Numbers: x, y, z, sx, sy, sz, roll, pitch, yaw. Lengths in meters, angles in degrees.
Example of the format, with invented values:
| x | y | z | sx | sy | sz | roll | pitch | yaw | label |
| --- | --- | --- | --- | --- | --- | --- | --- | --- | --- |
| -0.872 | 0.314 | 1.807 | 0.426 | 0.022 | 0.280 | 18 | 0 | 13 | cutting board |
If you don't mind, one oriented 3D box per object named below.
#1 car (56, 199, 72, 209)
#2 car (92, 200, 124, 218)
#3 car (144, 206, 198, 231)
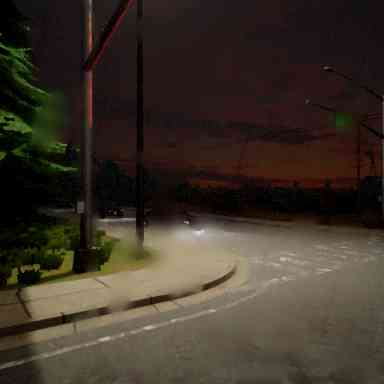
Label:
| x | y | z | sx | sy | sz | roll | pitch | yaw | label |
| --- | --- | --- | --- | --- | --- | --- | --- | --- | --- |
| -17.367 | 1.504 | 44.205 | 1.882 | 1.535 | 5.008 | 0 | 0 | -34 | car |
| -7.807 | 1.531 | 30.102 | 1.837 | 1.490 | 4.892 | 0 | 0 | -34 | car |
| -1.405 | 1.591 | 20.710 | 1.994 | 1.385 | 4.181 | 0 | 0 | -34 | car |
